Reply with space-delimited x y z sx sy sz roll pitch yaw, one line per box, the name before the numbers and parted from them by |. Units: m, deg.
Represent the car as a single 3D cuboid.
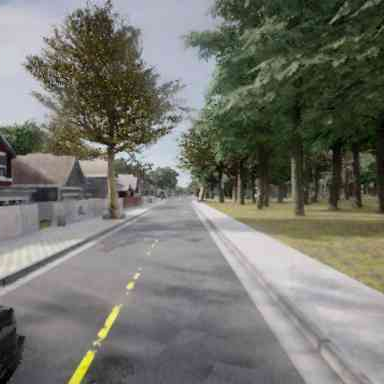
car | -2.726 1.580 1.398 2.033 1.411 5.357 -1 0 -1
